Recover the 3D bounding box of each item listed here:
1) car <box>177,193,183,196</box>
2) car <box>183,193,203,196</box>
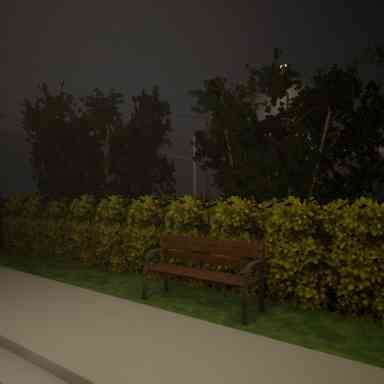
[{"bbox_3d":[-2.145,0.899,64.898,2.033,1.411,5.357,0,1,36],"label":"car"},{"bbox_3d":[1.118,0.882,63.493,2.033,1.411,5.357,0,1,35],"label":"car"}]
